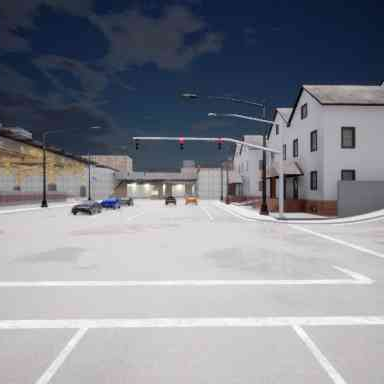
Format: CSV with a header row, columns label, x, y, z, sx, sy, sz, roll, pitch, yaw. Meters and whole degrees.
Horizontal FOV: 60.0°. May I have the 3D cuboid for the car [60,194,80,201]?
label,x,y,z,sx,sy,sz,roll,pitch,yaw
car,-32.742,1.452,89.535,2.038,1.542,4.974,0,0,28

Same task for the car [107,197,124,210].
label,x,y,z,sx,sy,sz,roll,pitch,yaw
car,-10.730,1.478,44.021,1.882,1.535,5.008,0,0,0

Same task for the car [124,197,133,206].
label,x,y,z,sx,sy,sz,roll,pitch,yaw
car,-10.752,1.526,54.295,1.812,1.442,4.674,0,0,0

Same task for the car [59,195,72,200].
label,x,y,z,sx,sy,sz,roll,pitch,yaw
car,-31.967,1.295,84.213,1.853,1.218,4.536,0,0,-37

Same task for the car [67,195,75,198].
label,x,y,z,sx,sy,sz,roll,pitch,yaw
car,-31.936,1.452,84.171,2.038,1.542,4.974,0,0,-37

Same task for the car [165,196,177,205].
label,x,y,z,sx,sy,sz,roll,pitch,yaw
car,-3.677,1.505,58.535,1.837,1.490,4.892,0,0,0

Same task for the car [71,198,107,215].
label,x,y,z,sx,sy,sz,roll,pitch,yaw
car,-10.704,1.547,34.298,2.033,1.411,5.357,0,0,0

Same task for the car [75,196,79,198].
label,x,y,z,sx,sy,sz,roll,pitch,yaw
car,-32.767,1.295,89.490,1.853,1.218,4.536,0,0,28

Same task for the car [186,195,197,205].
label,x,y,z,sx,sy,sz,roll,pitch,yaw
car,-0.082,1.352,60.479,2.097,1.767,4.553,0,0,0
